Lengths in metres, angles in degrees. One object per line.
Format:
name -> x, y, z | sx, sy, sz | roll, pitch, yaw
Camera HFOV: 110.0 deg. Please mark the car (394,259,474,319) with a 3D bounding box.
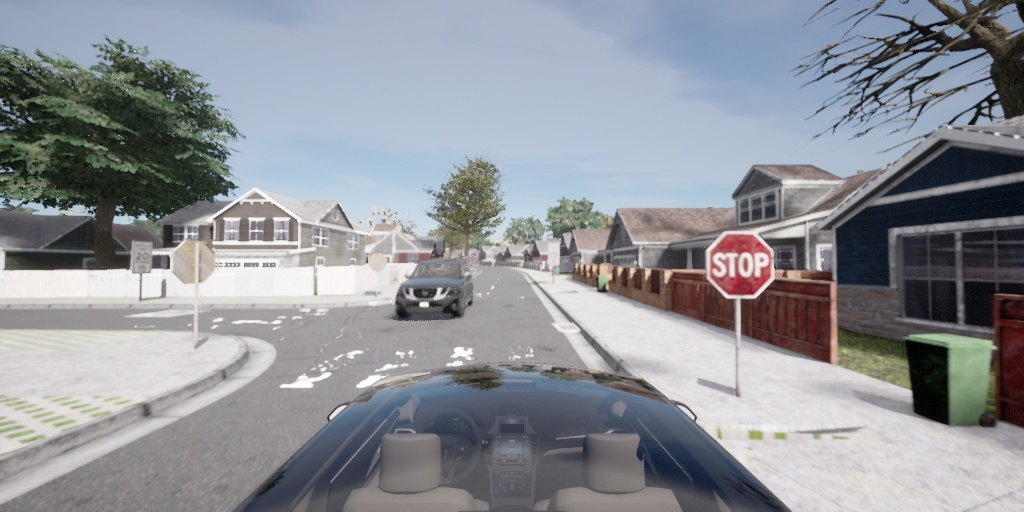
car -> -2.749, 1.148, 13.981 | 2.150, 2.045, 5.566 | 0, 0, 0
